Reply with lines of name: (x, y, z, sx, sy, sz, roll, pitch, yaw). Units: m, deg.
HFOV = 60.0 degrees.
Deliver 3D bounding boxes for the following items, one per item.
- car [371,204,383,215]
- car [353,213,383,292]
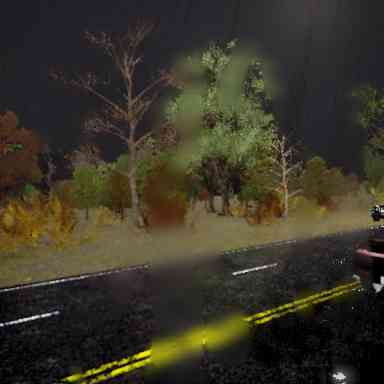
car: (13.221, 1.266, 20.981, 4.892, 1.490, 1.837, 10, -8, -34)
car: (5.452, 1.310, 7.250, 4.902, 1.511, 2.128, -2, 1, -35)
